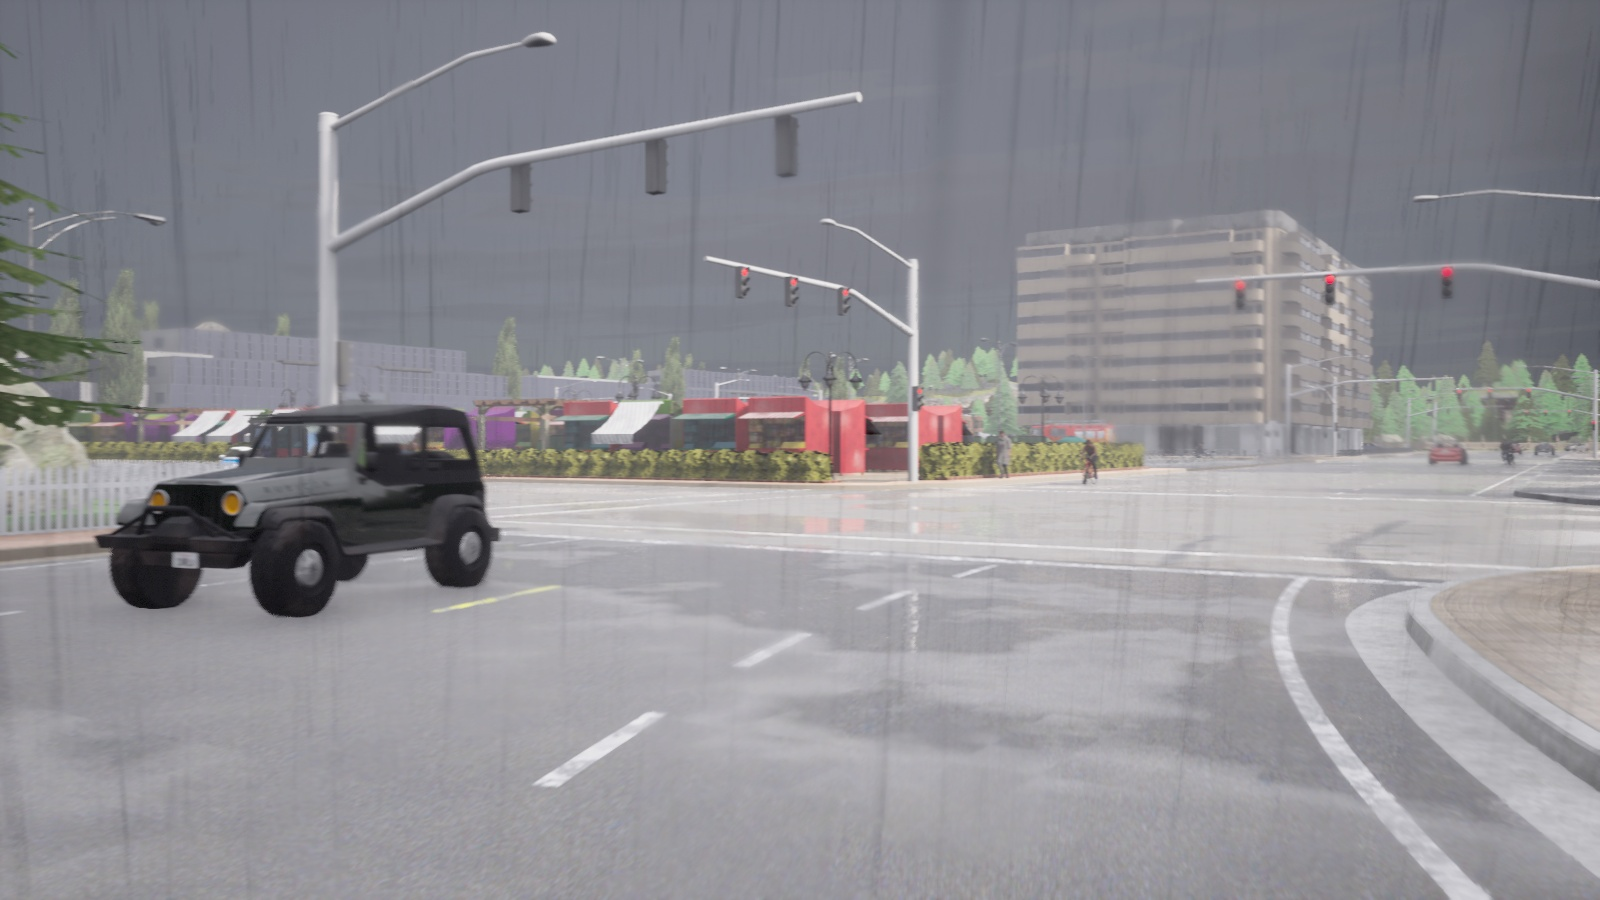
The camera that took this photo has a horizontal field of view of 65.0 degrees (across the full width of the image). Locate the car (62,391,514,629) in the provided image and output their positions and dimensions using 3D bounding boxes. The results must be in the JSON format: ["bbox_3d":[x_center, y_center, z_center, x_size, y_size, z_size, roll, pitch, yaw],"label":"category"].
[{"bbox_3d":[-4.651,0.464,12.063,1.905,1.878,3.866,0,0,20],"label":"car"}]

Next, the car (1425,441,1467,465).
[{"bbox_3d":[44.652,0.191,86.779,2.242,1.667,4.611,0,0,32],"label":"car"}]

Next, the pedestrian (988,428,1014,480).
[{"bbox_3d":[7.532,0.150,47.045,0.659,1.952,0.873,0,0,35],"label":"pedestrian"}]

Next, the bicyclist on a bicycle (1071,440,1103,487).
[{"bbox_3d":[10.196,0.467,44.638,0.582,1.620,1.656,0,0,32],"label":"bicyclist on a bicycle"}]

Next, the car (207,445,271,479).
[{"bbox_3d":[-23.901,0.505,53.500,2.207,1.376,1.481,1,1,32],"label":"car"}]
